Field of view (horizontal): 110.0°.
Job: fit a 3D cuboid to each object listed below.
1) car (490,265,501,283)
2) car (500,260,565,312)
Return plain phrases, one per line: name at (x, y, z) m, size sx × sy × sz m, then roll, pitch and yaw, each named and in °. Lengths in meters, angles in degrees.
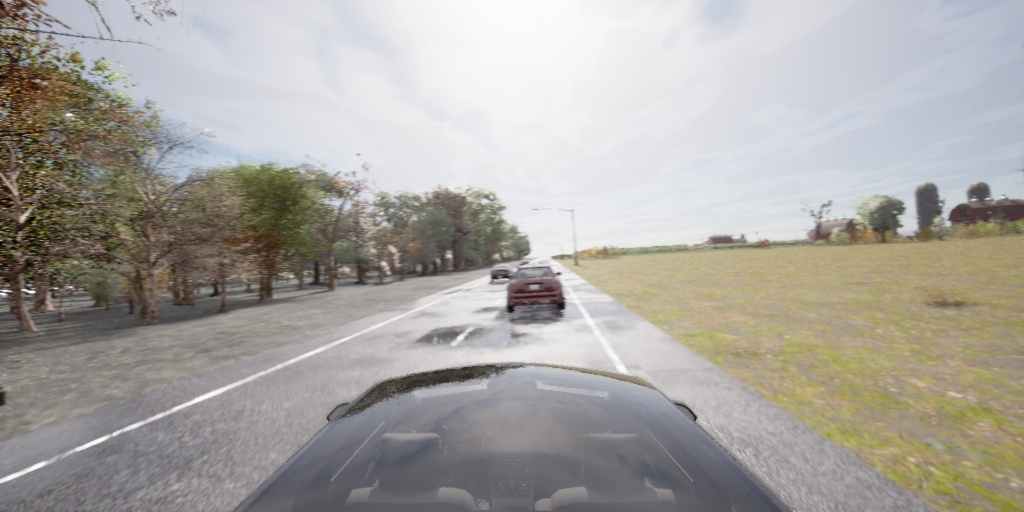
car at (-0.765, 1.501, 32.142) m, size 1.837 × 1.490 × 4.892 m, roll -4°, pitch -1°, yaw 6°
car at (1.000, 1.116, 14.735) m, size 2.097 × 1.767 × 4.553 m, roll -4°, pitch 0°, yaw 6°
